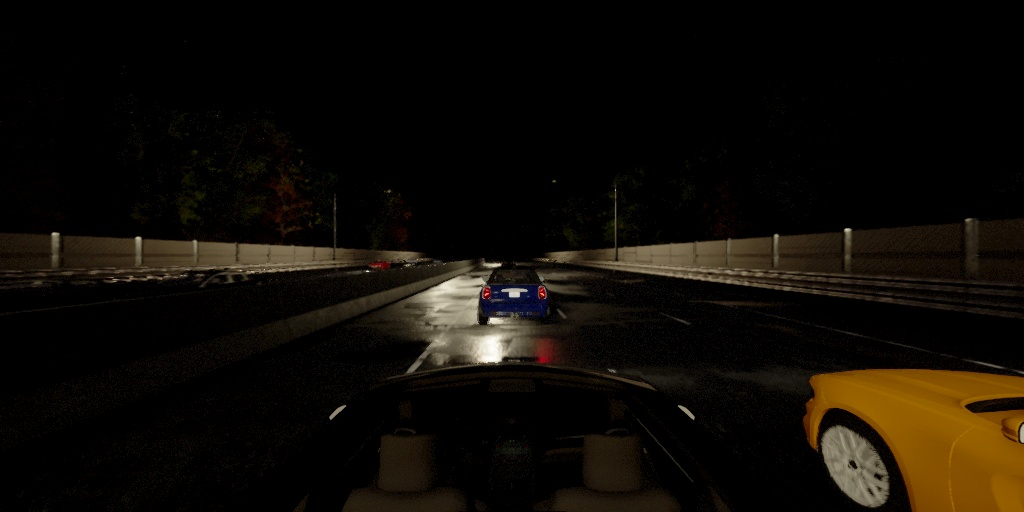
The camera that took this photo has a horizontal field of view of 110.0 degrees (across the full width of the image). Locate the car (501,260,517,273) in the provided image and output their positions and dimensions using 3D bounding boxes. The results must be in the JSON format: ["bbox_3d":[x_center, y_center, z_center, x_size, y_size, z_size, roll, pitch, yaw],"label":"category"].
[{"bbox_3d":[-0.430,1.272,44.259,1.837,1.490,4.892,0,0,-1],"label":"car"}]

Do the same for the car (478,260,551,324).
[{"bbox_3d":[0.056,1.106,12.193,2.097,1.767,4.553,0,0,0],"label":"car"}]

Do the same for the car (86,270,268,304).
[{"bbox_3d":[-10.643,1.247,12.359,2.128,1.511,4.902,0,0,0],"label":"car"}]

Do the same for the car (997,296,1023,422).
[{"bbox_3d":[7.093,1.254,2.118,1.837,1.490,4.892,0,0,0],"label":"car"}]

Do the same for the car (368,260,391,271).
[{"bbox_3d":[-18.244,1.291,49.555,1.812,1.442,4.674,0,0,-1],"label":"car"}]

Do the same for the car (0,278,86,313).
[{"bbox_3d":[-14.132,1.356,10.821,1.895,1.301,4.718,0,0,0],"label":"car"}]

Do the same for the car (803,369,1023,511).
[{"bbox_3d":[3.593,1.227,1.204,1.882,1.535,5.008,0,0,0],"label":"car"}]

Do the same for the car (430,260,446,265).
[{"bbox_3d":[-11.388,1.316,55.515,2.033,1.411,5.357,0,0,-1],"label":"car"}]

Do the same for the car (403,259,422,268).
[{"bbox_3d":[-14.839,1.258,53.611,2.128,1.511,4.902,0,0,-1],"label":"car"}]
